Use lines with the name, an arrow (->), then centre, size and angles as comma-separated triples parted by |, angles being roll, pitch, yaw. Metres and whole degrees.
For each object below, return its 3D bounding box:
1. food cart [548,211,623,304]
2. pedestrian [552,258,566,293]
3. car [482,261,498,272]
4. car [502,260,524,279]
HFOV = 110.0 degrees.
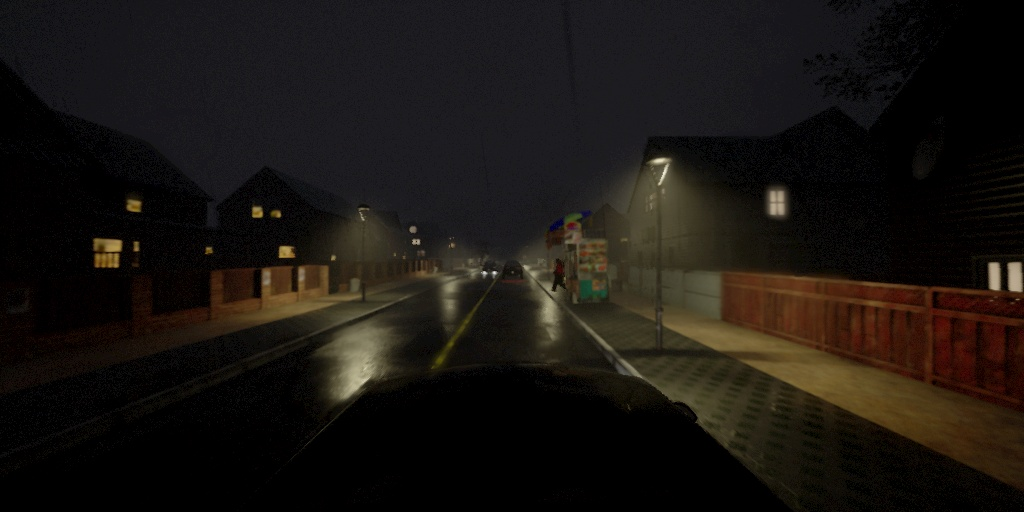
food cart -> 3.008, 0.218, 14.951 | 2.280, 3.560, 4.660 | 0, 0, 0
pedestrian -> 2.336, 0.896, 17.829 | 0.375, 1.860, 0.375 | 2, -2, 0
car -> -2.841, 1.330, 46.865 | 2.033, 1.411, 5.357 | 0, 0, 0
car -> 0.070, 1.243, 32.915 | 1.882, 1.535, 5.008 | 0, 0, 0
